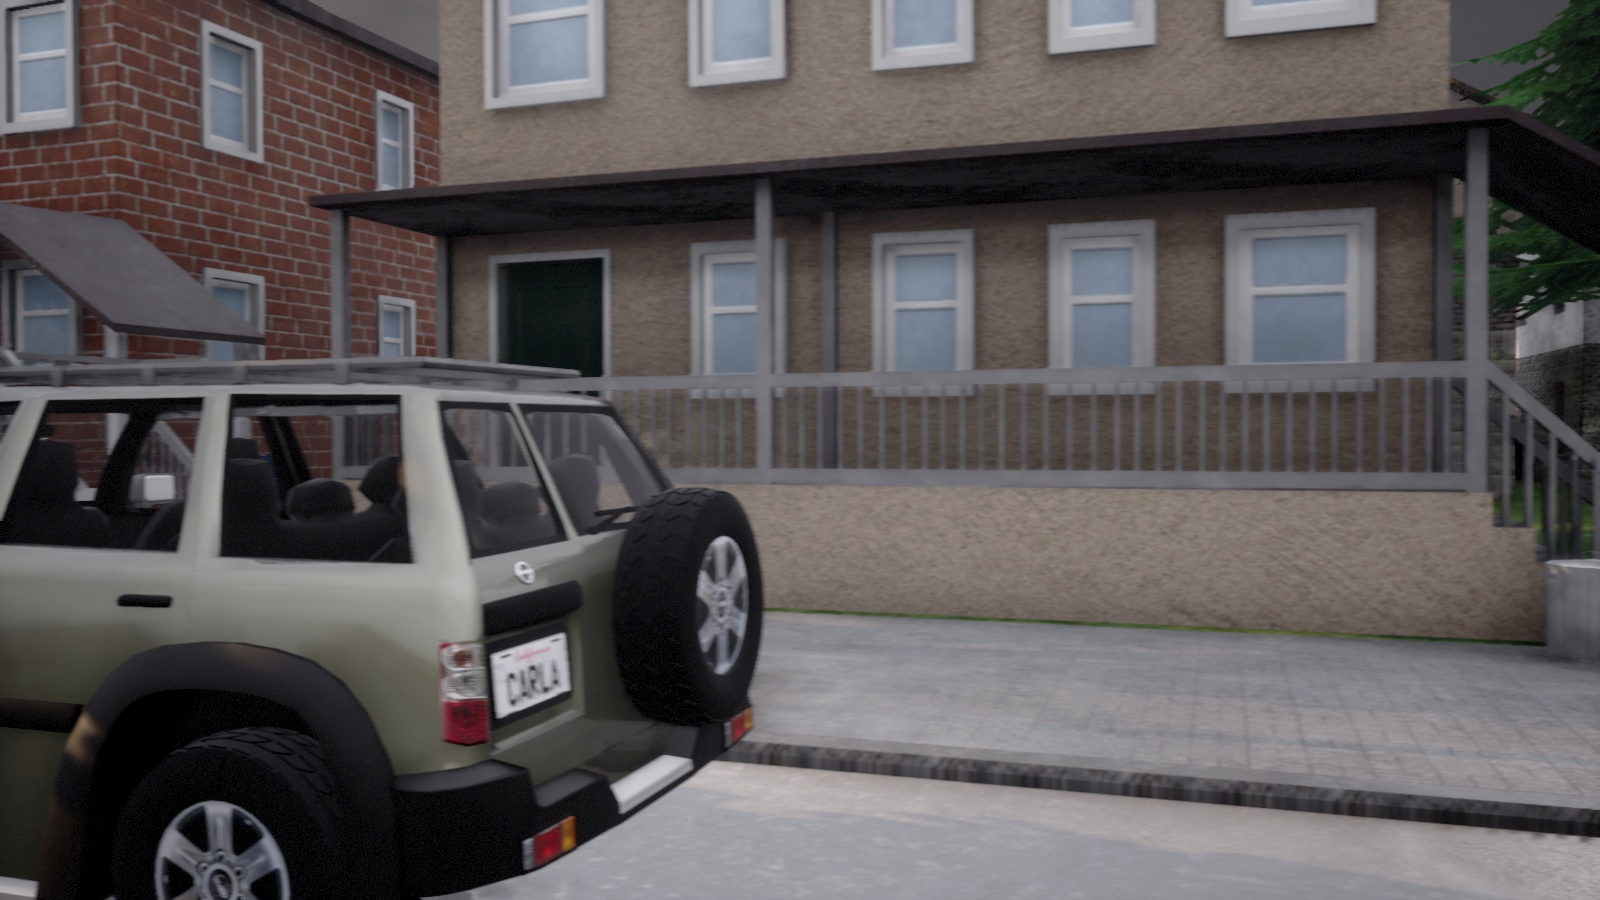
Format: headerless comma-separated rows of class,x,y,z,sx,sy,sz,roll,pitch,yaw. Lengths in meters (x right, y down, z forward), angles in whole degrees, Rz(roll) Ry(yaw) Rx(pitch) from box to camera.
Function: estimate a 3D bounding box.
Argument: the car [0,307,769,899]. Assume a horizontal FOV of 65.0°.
car,-2.611,0.560,4.599,4.605,1.855,1.932,1,1,18
